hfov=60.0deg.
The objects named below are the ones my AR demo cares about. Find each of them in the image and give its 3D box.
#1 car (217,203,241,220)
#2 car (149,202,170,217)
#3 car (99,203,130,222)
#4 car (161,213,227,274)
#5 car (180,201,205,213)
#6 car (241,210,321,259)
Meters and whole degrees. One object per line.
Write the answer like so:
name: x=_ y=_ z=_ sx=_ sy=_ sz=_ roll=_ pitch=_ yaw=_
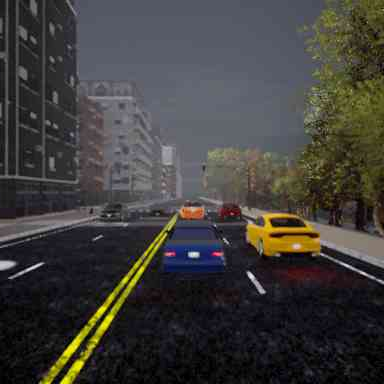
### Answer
car: x=3.331 y=1.699 z=30.165 sx=1.882 sy=1.535 sz=5.008 roll=0 pitch=0 yaw=0
car: x=-3.315 y=1.806 z=34.903 sx=2.033 sy=1.411 sz=5.357 roll=0 pitch=0 yaw=0
car: x=-6.589 y=1.719 z=28.863 sx=1.837 sy=1.490 sz=4.892 roll=0 pitch=-1 yaw=0
car: x=0.065 y=1.626 z=10.789 sx=2.033 sy=1.411 sz=5.357 roll=0 pitch=0 yaw=0
car: x=0.079 y=1.568 z=29.226 sx=2.097 sy=1.767 sz=4.553 roll=0 pitch=0 yaw=0
car: x=3.325 y=1.571 z=12.964 sx=1.882 sy=1.535 sz=5.008 roll=0 pitch=0 yaw=0
